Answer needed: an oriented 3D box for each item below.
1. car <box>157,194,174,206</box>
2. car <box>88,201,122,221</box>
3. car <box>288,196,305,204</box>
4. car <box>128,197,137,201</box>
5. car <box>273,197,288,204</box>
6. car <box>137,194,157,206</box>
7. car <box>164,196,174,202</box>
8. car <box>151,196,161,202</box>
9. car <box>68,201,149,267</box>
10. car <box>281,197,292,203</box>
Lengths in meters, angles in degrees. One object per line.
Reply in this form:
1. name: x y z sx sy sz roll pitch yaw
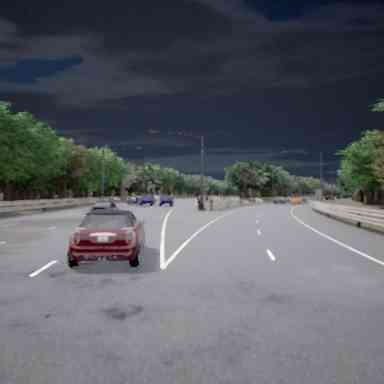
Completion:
1. car: -4.485 1.461 59.990 2.150 2.045 5.566 0 0 1
2. car: -7.376 1.577 28.597 1.837 1.490 4.892 0 0 -3
3. car: 23.483 1.887 75.101 2.097 1.767 4.553 0 0 25
4. car: -11.303 1.723 64.896 1.812 1.442 4.674 0 0 2
5. car: 19.950 1.865 75.800 2.097 1.767 4.553 0 0 25
6. car: -7.898 1.431 60.112 2.150 2.045 5.566 0 0 1
7. car: -6.266 1.883 91.745 2.128 1.511 4.902 0 0 5
8. car: -9.850 1.847 90.927 1.812 1.442 4.674 0 0 5
9. car: -2.772 1.383 11.746 2.097 1.767 4.553 1 0 -5
10. car: 24.176 1.998 84.924 1.994 1.385 4.181 0 0 25
